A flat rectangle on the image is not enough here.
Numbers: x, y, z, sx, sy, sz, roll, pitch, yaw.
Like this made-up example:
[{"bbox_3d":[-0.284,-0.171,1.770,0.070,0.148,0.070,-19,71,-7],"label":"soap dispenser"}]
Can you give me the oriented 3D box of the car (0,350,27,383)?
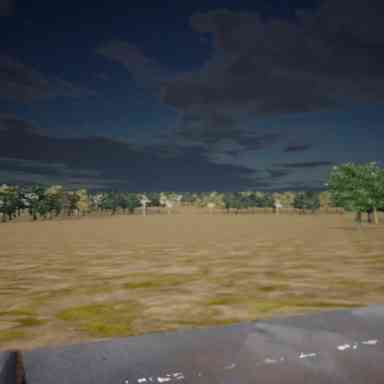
[{"bbox_3d":[-3.677,1.650,1.594,5.357,1.411,2.033,0,-2,-17],"label":"car"}]
